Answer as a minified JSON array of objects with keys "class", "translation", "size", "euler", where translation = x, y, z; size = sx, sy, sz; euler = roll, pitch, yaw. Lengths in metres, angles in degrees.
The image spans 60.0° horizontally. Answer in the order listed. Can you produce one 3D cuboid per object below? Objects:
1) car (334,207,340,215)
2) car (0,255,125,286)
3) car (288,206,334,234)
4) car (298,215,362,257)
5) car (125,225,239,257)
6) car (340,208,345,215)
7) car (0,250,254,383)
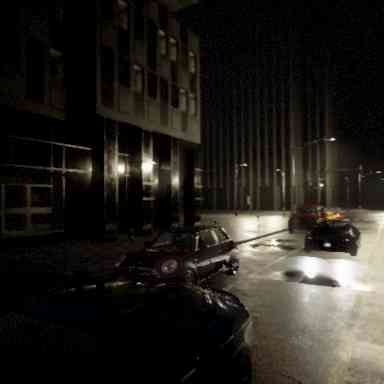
[{"class":"car","translation":[11.102,2.230,28.231],"size":[1.752,1.417,4.829],"euler":[-2,-2,31]},{"class":"car","translation":[-3.116,1.711,4.300],"size":[1.947,1.339,4.313],"euler":[-2,-2,31]},{"class":"car","translation":[8.325,1.911,23.568],"size":[2.192,1.841,5.009],"euler":[-2,-2,31]},{"class":"car","translation":[6.351,1.933,14.801],"size":[1.994,1.385,4.181],"euler":[-1,-2,31]},{"class":"car","translation":[-0.257,1.698,9.118],"size":[1.967,1.590,4.097],"euler":[-2,-2,31]},{"class":"car","translation":[14.049,2.261,33.195],"size":[1.967,1.590,4.097],"euler":[-2,-2,31]},{"class":"car","translation":[-0.917,1.615,2.784],"size":[1.812,1.442,4.674],"euler":[-1,-2,30]}]
